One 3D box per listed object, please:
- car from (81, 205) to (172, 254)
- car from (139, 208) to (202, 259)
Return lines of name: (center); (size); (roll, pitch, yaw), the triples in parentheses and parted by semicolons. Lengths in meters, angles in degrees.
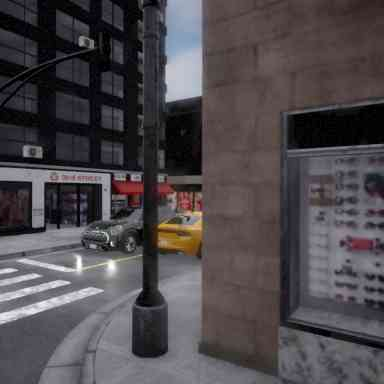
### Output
car: (-2.319, 1.366, 13.813); (2.097, 1.767, 4.553); (0, 0, 33)
car: (0.465, 1.501, 12.860); (1.882, 1.535, 5.008); (0, 0, 33)
